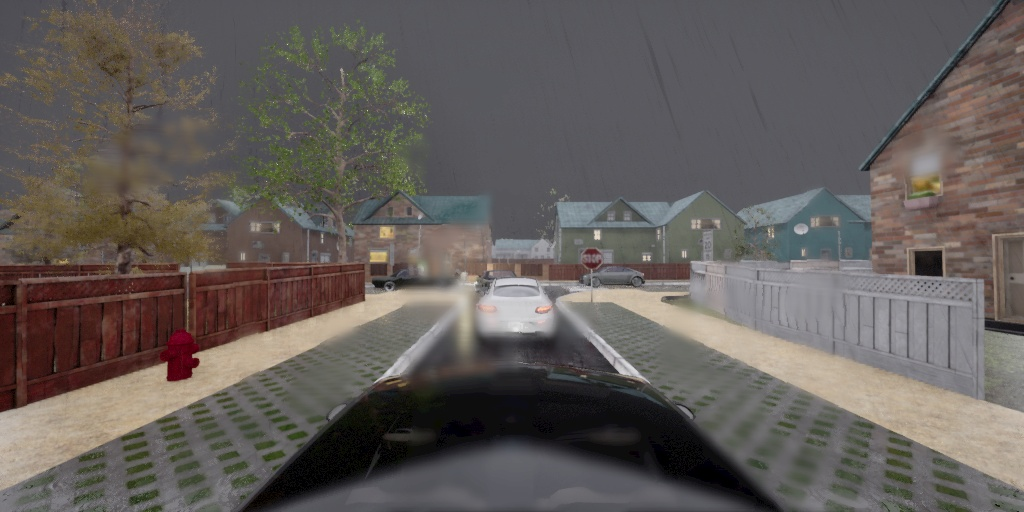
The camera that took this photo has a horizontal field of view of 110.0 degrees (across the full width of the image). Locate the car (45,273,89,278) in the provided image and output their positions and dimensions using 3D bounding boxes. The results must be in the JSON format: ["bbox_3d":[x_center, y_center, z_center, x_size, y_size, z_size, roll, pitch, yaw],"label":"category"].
[{"bbox_3d":[-25.607,1.633,21.173,4.718,1.301,1.895,-1,-1,1],"label":"car"}]

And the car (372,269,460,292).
[{"bbox_3d":[-5.482,1.417,20.904,4.718,1.301,1.895,-1,-1,1],"label":"car"}]

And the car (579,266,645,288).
[{"bbox_3d":[6.539,1.344,23.694,4.181,1.385,1.994,0,-1,1],"label":"car"}]

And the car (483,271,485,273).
[{"bbox_3d":[-0.756,1.366,18.519,1.895,1.301,4.718,0,-1,-12],"label":"car"}]

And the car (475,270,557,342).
[{"bbox_3d":[0.103,1.280,9.700,1.812,1.442,4.674,0,0,0],"label":"car"}]

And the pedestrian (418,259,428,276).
[{"bbox_3d":[-6.700,1.119,26.789,0.375,1.860,0.375,0,-1,1],"label":"pedestrian"}]
